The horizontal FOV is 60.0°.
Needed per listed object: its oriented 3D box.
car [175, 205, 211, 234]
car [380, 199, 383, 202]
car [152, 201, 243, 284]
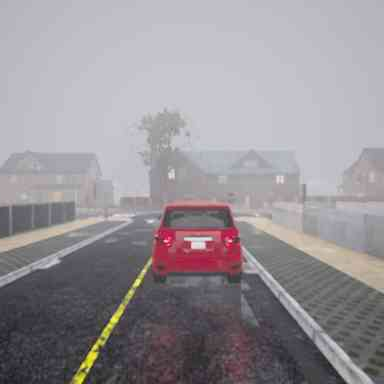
[{"bbox_3d":[0.157,1.632,21.347,2.033,1.411,5.357,0,0,2],"label":"car"},{"bbox_3d":[20.096,1.446,33.817,4.553,1.767,2.097,0,1,1],"label":"car"},{"bbox_3d":[0.106,1.257,9.831,2.150,2.045,5.566,0,0,-1],"label":"car"}]
